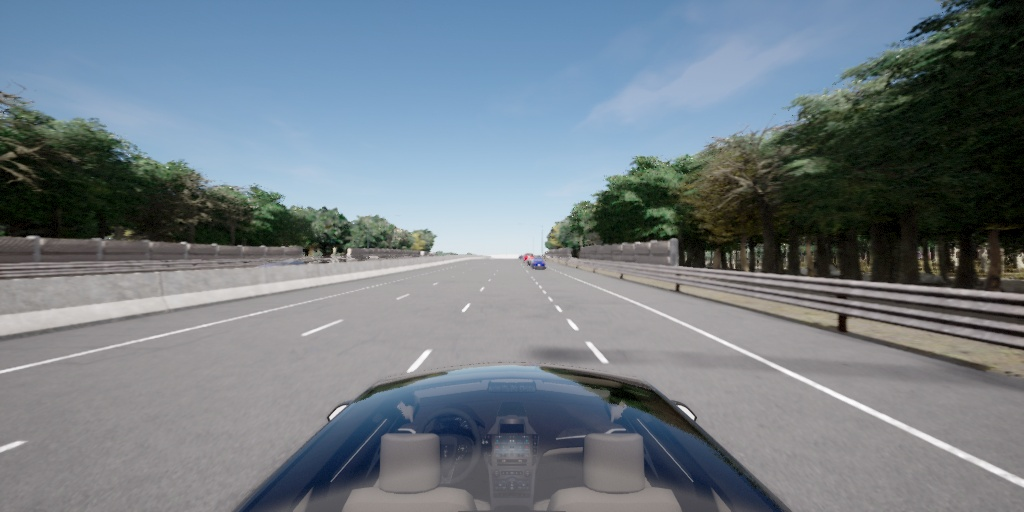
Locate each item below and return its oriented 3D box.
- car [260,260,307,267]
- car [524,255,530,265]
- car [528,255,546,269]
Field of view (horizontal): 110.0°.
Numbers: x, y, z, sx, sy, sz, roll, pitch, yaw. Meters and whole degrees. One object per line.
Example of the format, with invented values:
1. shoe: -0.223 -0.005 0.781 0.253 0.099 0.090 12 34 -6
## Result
1. car: -17.512 1.188 26.687 2.033 1.411 5.357 0 0 0
2. car: 3.517 0.898 62.805 1.895 1.301 4.718 0 1 0
3. car: 3.514 0.982 48.573 1.812 1.442 4.674 0 1 0
